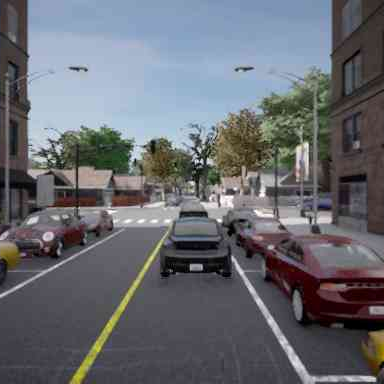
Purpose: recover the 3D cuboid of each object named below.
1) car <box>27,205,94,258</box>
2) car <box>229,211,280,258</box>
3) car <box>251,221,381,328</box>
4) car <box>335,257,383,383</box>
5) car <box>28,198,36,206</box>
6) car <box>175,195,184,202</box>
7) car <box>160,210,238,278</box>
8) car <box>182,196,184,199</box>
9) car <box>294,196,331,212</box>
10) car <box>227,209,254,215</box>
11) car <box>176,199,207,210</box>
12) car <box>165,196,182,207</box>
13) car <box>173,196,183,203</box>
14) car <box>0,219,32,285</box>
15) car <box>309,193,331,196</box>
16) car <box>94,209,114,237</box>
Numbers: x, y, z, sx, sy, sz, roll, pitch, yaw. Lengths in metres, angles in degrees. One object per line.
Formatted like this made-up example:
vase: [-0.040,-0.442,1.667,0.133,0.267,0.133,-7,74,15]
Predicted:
car: [-5.387,1.448,12.482,1.967,1.590,4.097,0,0,0]
car: [2.638,1.590,12.484,1.802,1.307,4.206,0,0,0]
car: [2.638,1.549,6.966,1.887,1.381,4.507,0,0,0]
car: [2.637,1.526,1.617,1.752,1.417,4.829,0,0,0]
car: [-18.083,1.345,31.042,5.566,2.045,2.150,0,0,0]
car: [-3.085,1.641,83.039,2.128,1.511,4.902,0,0,0]
car: [0.099,1.511,10.141,1.837,1.490,4.892,0,0,0]
car: [-3.033,1.579,62.622,1.837,1.490,4.892,0,0,0]
car: [14.257,1.459,37.726,4.674,1.442,1.812,0,0,-2]
car: [2.639,1.578,18.002,1.947,1.339,4.313,0,0,0]
car: [0.011,1.493,22.253,1.882,1.535,5.008,0,0,-2]
car: [-3.106,1.582,52.550,1.812,1.442,4.674,0,0,2]
car: [-3.059,1.619,72.782,2.128,1.511,4.902,0,0,0]
car: [-5.387,1.529,6.793,1.752,1.417,4.829,0,0,0]
car: [15.460,1.150,40.973,5.566,2.045,2.150,0,0,0]
car: [-5.386,1.594,18.001,1.802,1.307,4.206,0,0,0]
